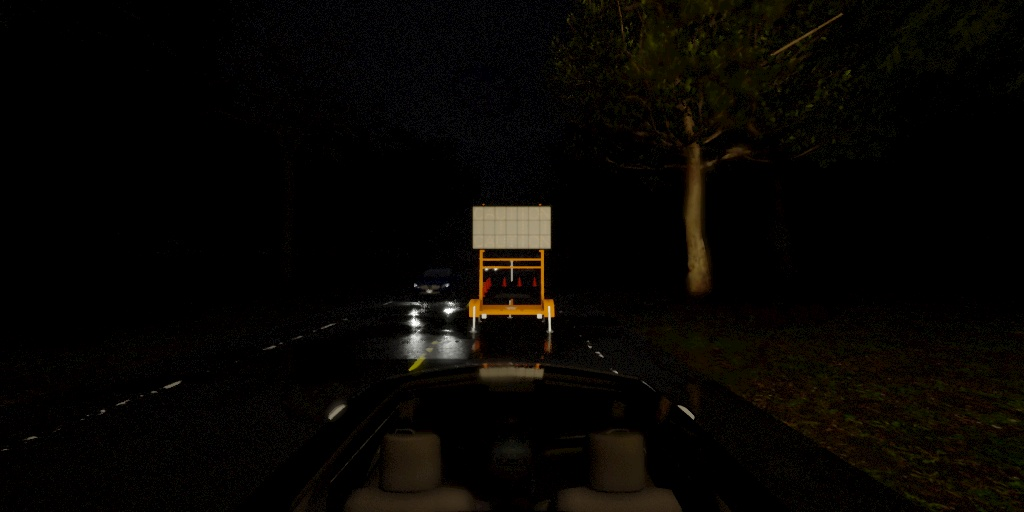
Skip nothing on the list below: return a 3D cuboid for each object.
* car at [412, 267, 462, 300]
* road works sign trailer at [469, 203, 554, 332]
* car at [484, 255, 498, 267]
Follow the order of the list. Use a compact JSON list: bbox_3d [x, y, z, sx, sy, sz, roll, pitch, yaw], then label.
[{"bbox_3d":[-3.606,1.279,17.978,1.812,1.442,4.674,0,0,0],"label":"car"},{"bbox_3d":[-0.005,0.217,10.821,2.380,3.560,2.880,0,0,0],"label":"road works sign trailer"},{"bbox_3d":[-3.535,0.924,61.818,2.150,2.045,5.566,0,0,0],"label":"car"}]
